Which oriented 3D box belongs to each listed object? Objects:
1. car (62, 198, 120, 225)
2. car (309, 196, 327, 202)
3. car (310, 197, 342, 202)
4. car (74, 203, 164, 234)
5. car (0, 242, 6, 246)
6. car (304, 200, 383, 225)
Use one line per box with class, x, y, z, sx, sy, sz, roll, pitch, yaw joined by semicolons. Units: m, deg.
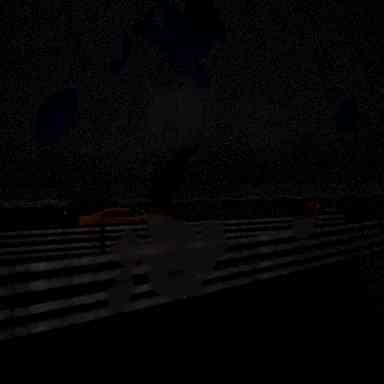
car;-5.868;1.416;22.584;5.566;2.045;2.150;-1;0;-18
car;11.891;1.178;28.317;4.553;1.767;2.097;-1;0;-18
car;11.581;1.352;24.539;4.892;1.490;1.837;-1;0;-18
car;-4.100;1.670;19.477;5.008;1.535;1.882;-1;0;-18
car;-10.163;1.901;13.841;4.181;1.385;1.994;-1;0;-18
car;9.803;1.456;20.287;5.357;1.411;2.033;-1;0;-18
